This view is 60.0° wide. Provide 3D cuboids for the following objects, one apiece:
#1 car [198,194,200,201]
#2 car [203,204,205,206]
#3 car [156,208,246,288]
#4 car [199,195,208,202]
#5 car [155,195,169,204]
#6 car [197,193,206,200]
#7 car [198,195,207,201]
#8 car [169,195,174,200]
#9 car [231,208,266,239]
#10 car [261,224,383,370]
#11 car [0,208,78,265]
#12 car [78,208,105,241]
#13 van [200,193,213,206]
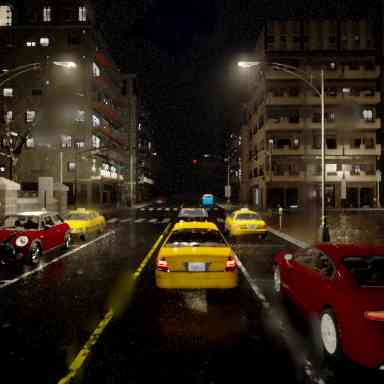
[{"bbox_3d":[2.611,1.519,60.691,1.887,1.381,4.507,1,0,0],"label":"car"},{"bbox_3d":[0.079,1.603,19.652,1.895,1.301,4.718,0,0,0],"label":"car"},{"bbox_3d":[0.086,1.458,9.163,1.801,1.575,5.366,0,0,0],"label":"car"},{"bbox_3d":[2.588,1.503,77.703,2.008,1.369,4.403,1,0,0],"label":"car"},{"bbox_3d":[-5.769,1.556,60.736,1.802,1.307,4.206,1,0,0],"label":"car"},{"bbox_3d":[2.575,1.249,89.045,2.192,1.841,5.009,1,0,0],"label":"car"},{"bbox_3d":[2.580,1.494,83.374,2.008,1.369,4.403,1,0,0],"label":"car"},{"bbox_3d":[-5.809,1.516,89.091,1.802,1.307,4.206,1,0,0],"label":"car"},{"bbox_3d":[2.673,1.527,17.197,1.752,1.417,4.829,1,0,0],"label":"car"},{"bbox_3d":[2.689,1.546,5.793,1.887,1.381,4.507,1,0,0],"label":"car"},{"bbox_3d":[-5.698,1.442,11.417,1.967,1.590,4.097,1,0,0],"label":"car"},{"bbox_3d":[-5.706,1.528,16.862,1.752,1.417,4.829,1,0,0],"label":"car"},{"bbox_3d":[2.622,1.321,55.019,1.690,1.788,3.998,1,0,0],"label":"van"}]
